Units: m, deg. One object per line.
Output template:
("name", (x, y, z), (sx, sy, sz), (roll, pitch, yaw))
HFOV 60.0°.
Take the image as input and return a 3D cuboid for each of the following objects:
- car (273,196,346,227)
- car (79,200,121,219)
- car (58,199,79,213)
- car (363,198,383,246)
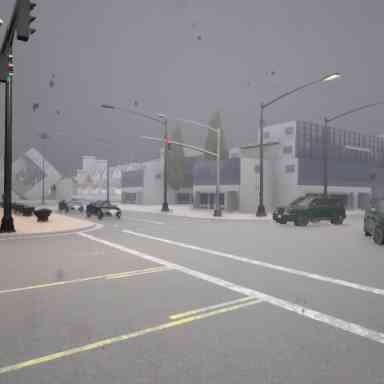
("car", (8.413, 1.331, 23.651), (5.566, 2.045, 2.150), (1, 0, -25))
("car", (-7.749, 1.501, 28.899), (2.128, 1.511, 4.902), (1, 0, -35))
("car", (-13.651, 1.499, 37.373), (2.128, 1.511, 4.902), (1, 0, -35))
("car", (9.510, 1.301, 15.560), (2.150, 2.045, 5.566), (-1, -1, 19))
